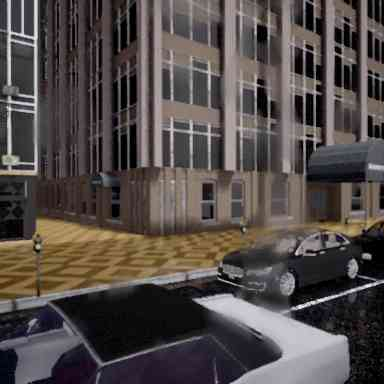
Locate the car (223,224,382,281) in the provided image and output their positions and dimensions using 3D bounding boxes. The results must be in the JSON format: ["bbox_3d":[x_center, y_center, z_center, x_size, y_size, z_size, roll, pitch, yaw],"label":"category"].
[{"bbox_3d":[2.627,1.603,8.436,4.403,1.369,2.008,1,-1,-35],"label":"car"}]

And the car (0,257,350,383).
[{"bbox_3d":[-0.848,1.607,2.646,4.718,1.301,1.895,1,0,-35],"label":"car"}]

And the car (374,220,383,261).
[{"bbox_3d":[7.257,1.660,11.732,4.313,1.339,1.947,1,-1,-35],"label":"car"}]
